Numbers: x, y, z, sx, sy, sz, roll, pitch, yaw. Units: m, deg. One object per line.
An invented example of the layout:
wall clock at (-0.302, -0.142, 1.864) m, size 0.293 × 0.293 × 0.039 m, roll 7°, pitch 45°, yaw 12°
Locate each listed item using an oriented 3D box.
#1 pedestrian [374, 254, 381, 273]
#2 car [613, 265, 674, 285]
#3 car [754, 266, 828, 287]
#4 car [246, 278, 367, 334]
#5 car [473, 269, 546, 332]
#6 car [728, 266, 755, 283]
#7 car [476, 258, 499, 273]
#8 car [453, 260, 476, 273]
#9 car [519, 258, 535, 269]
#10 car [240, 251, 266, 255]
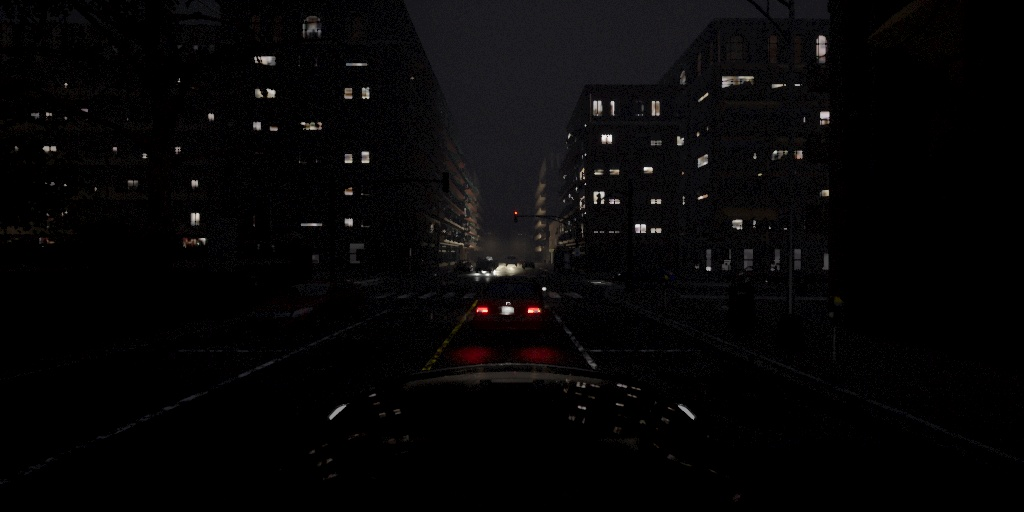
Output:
pedestrian at (-12.814, 0.652, 33.955) m, size 0.375 × 1.860 × 0.375 m, roll 0°, pitch -1°, yaw -1°
car at (10.534, 1.480, 28.876) m, size 4.674 × 1.442 × 1.812 m, roll 1°, pitch 0°, yaw 2°
car at (22.746, 1.772, 28.968) m, size 4.718 × 1.301 × 1.895 m, roll 1°, pitch 0°, yaw -1°
car at (-5.715, 1.331, 10.574) m, size 1.802 × 1.307 × 4.207 m, roll 0°, pitch 0°, yaw 0°
car at (0.050, 1.297, 10.789) m, size 2.033 × 1.411 × 5.357 m, roll 0°, pitch 0°, yaw 3°
car at (21.287, 1.571, 31.508) m, size 4.097 × 1.591 × 1.967 m, roll 0°, pitch 0°, yaw -1°
car at (-3.200, 1.296, 43.263) m, size 2.033 × 1.411 × 5.357 m, roll 0°, pitch 0°, yaw 4°
car at (-5.819, 1.188, 42.985) m, size 1.967 × 1.591 × 4.097 m, roll 0°, pitch 0°, yaw 0°
car at (2.525, 1.299, 54.284) m, size 2.007 × 1.370 × 4.403 m, roll 0°, pitch 0°, yaw 0°
car at (-17.611, 0.694, 25.146) m, size 5.566 × 2.045 × 2.150 m, roll 1°, pitch 0°, yaw -1°
